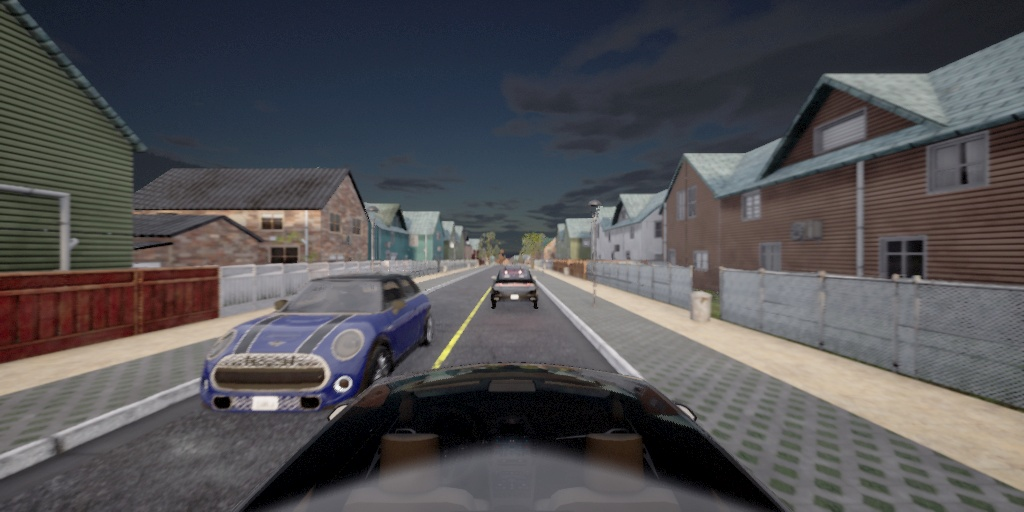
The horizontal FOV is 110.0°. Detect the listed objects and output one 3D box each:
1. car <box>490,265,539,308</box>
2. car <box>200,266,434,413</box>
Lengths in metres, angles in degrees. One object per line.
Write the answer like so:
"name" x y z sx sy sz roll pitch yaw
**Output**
"car" 0.098 1.271 15.347 2.128 1.511 4.902 0 0 0
"car" -2.849 1.110 6.387 2.097 1.767 4.553 0 0 0
